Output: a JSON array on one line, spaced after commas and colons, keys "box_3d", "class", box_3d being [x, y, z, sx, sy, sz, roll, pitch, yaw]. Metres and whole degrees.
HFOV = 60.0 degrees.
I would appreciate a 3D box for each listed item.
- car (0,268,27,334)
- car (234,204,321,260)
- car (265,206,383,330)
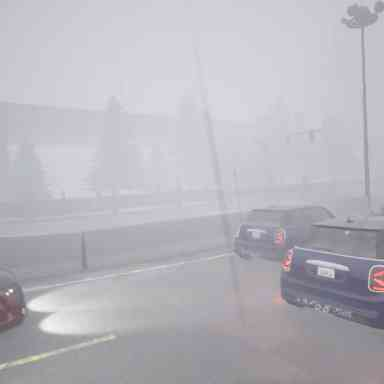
[{"box_3d": [-4.685, 1.563, 4.702, 4.181, 1.385, 1.994, 0, 0, -36], "class": "car"}, {"box_3d": [3.531, 1.156, 10.653, 4.553, 1.767, 2.097, -3, 2, -36], "class": "car"}, {"box_3d": [3.847, 1.232, 6.554, 4.553, 1.767, 2.097, -2, 1, -36], "class": "car"}]
